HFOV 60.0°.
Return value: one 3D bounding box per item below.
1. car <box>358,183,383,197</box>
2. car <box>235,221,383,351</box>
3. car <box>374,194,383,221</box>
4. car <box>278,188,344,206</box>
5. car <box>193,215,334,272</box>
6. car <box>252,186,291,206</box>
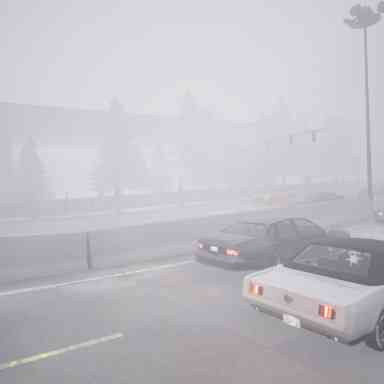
[{"bbox_3d":[19.361,-0.213,35.188,4.181,1.385,1.994,-4,2,-36],"label":"car"},{"bbox_3d":[3.236,1.506,6.080,4.718,1.301,1.895,-2,1,-36],"label":"car"},{"bbox_3d":[10.749,0.868,15.796,5.357,1.411,2.033,-4,2,-36],"label":"car"},{"bbox_3d":[8.562,0.652,23.095,5.008,1.535,1.882,-4,2,-36],"label":"car"},{"bbox_3d":[2.601,1.400,9.932,5.357,1.411,2.033,-3,1,-36],"label":"car"},{"bbox_3d":[7.761,0.287,31.145,4.553,1.767,2.097,-4,3,-36],"label":"car"}]
